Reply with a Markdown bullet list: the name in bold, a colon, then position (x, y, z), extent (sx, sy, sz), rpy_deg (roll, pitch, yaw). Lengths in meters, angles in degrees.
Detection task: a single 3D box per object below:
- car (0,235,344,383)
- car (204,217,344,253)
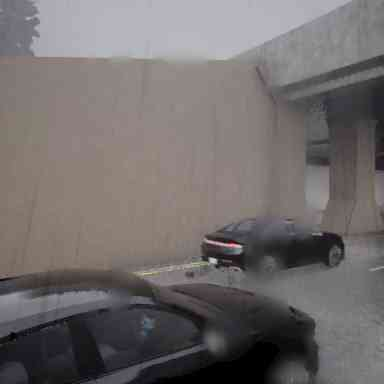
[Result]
- **car**: position (-0.904, 1.477, 2.964), extent (5.008, 1.535, 1.882), rpy_deg (0, 0, -35)
- **car**: position (2.490, 1.491, 9.665), extent (4.902, 1.511, 2.128), rpy_deg (0, 0, -35)
